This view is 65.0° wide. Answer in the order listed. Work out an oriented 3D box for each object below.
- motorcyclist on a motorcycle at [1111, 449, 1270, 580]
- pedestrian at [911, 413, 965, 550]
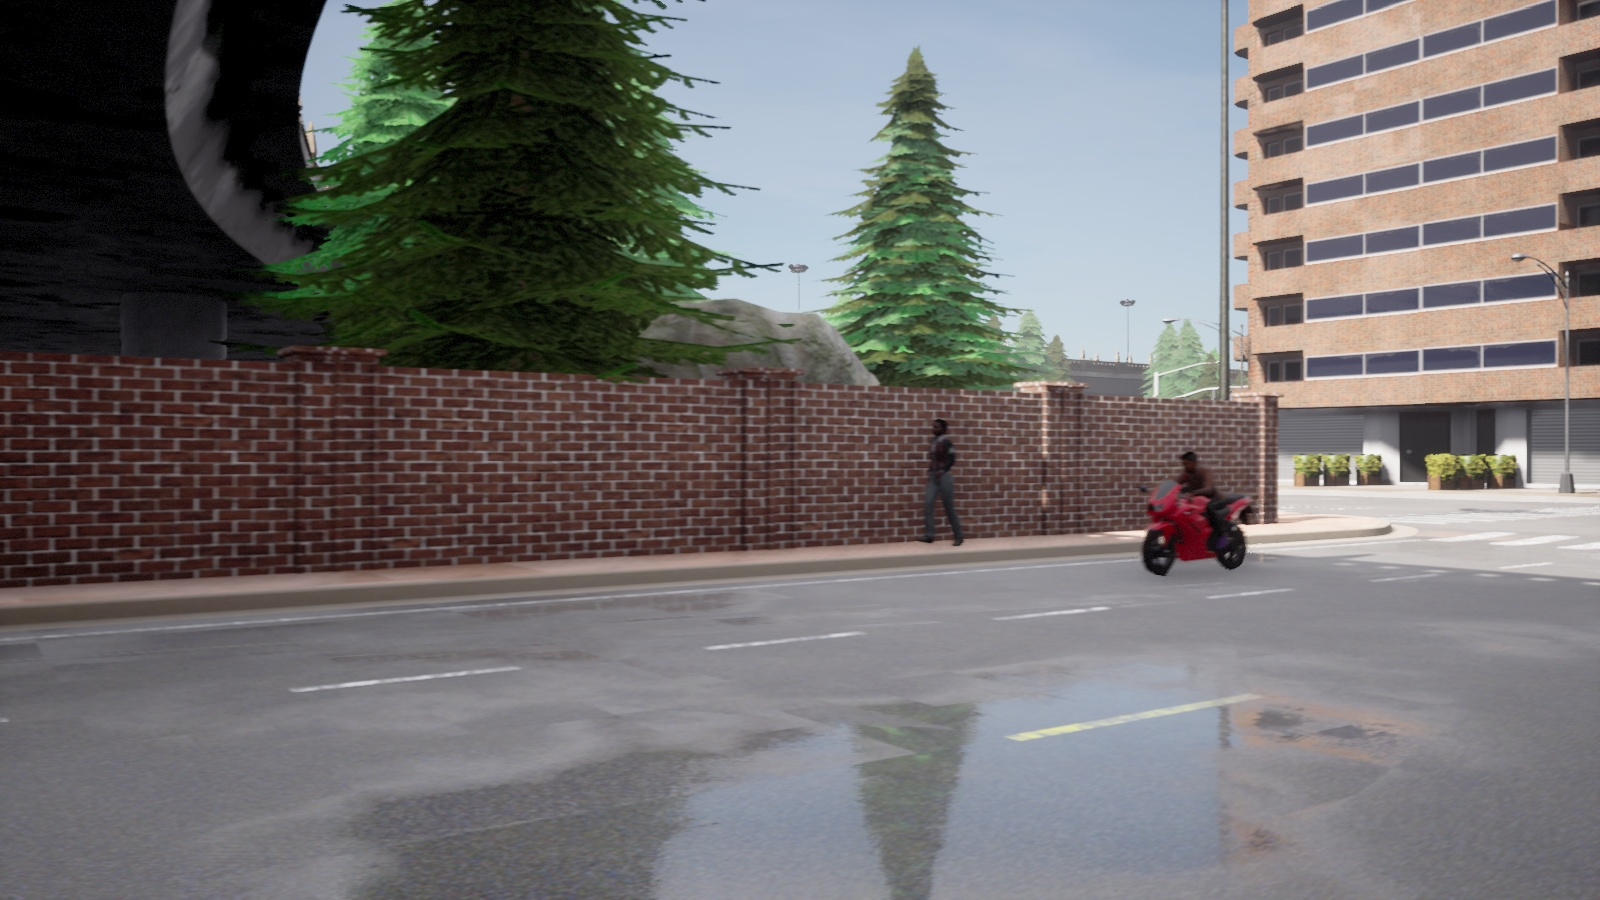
[{"bbox_3d":[4.855,0.755,15.565,2.044,1.523,0.797,0,0,-35],"label":"motorcyclist on a motorcycle"},{"bbox_3d":[1.985,0.443,18.020,0.666,1.930,0.402,0,0,-35],"label":"pedestrian"}]
